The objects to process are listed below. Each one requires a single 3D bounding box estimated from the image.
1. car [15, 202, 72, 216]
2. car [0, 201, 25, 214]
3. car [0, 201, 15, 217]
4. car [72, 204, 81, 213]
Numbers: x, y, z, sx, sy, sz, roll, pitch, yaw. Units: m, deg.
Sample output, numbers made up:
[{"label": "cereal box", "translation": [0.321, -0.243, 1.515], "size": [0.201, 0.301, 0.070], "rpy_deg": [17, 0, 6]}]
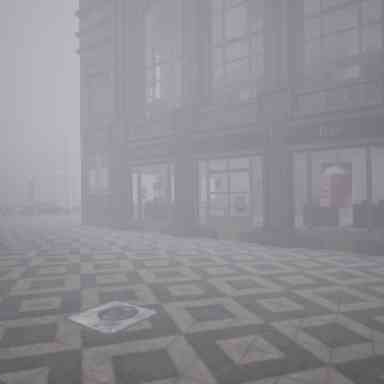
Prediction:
[{"label": "car", "translation": [-14.185, 1.579, 31.807], "size": [1.947, 1.339, 4.313], "rpy_deg": [-1, -1, 35]}, {"label": "car", "translation": [-21.123, 1.694, 36.759], "size": [2.008, 1.369, 4.403], "rpy_deg": [-1, -1, 35]}, {"label": "car", "translation": [-17.464, 1.544, 27.181], "size": [2.008, 1.369, 4.403], "rpy_deg": [-1, -1, 35]}, {"label": "car", "translation": [-10.811, 1.564, 36.571], "size": [1.752, 1.417, 4.829], "rpy_deg": [-1, -1, 35]}]
